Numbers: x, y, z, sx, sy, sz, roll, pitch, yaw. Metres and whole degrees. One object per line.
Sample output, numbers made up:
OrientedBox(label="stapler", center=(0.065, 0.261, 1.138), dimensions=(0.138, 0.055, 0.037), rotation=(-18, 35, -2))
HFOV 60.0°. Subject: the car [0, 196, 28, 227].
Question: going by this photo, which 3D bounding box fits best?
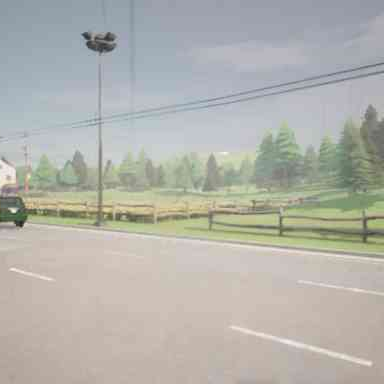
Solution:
OrientedBox(label="car", center=(-13.076, 1.276, 21.910), dimensions=(5.566, 2.045, 2.150), rotation=(0, 0, 35))
